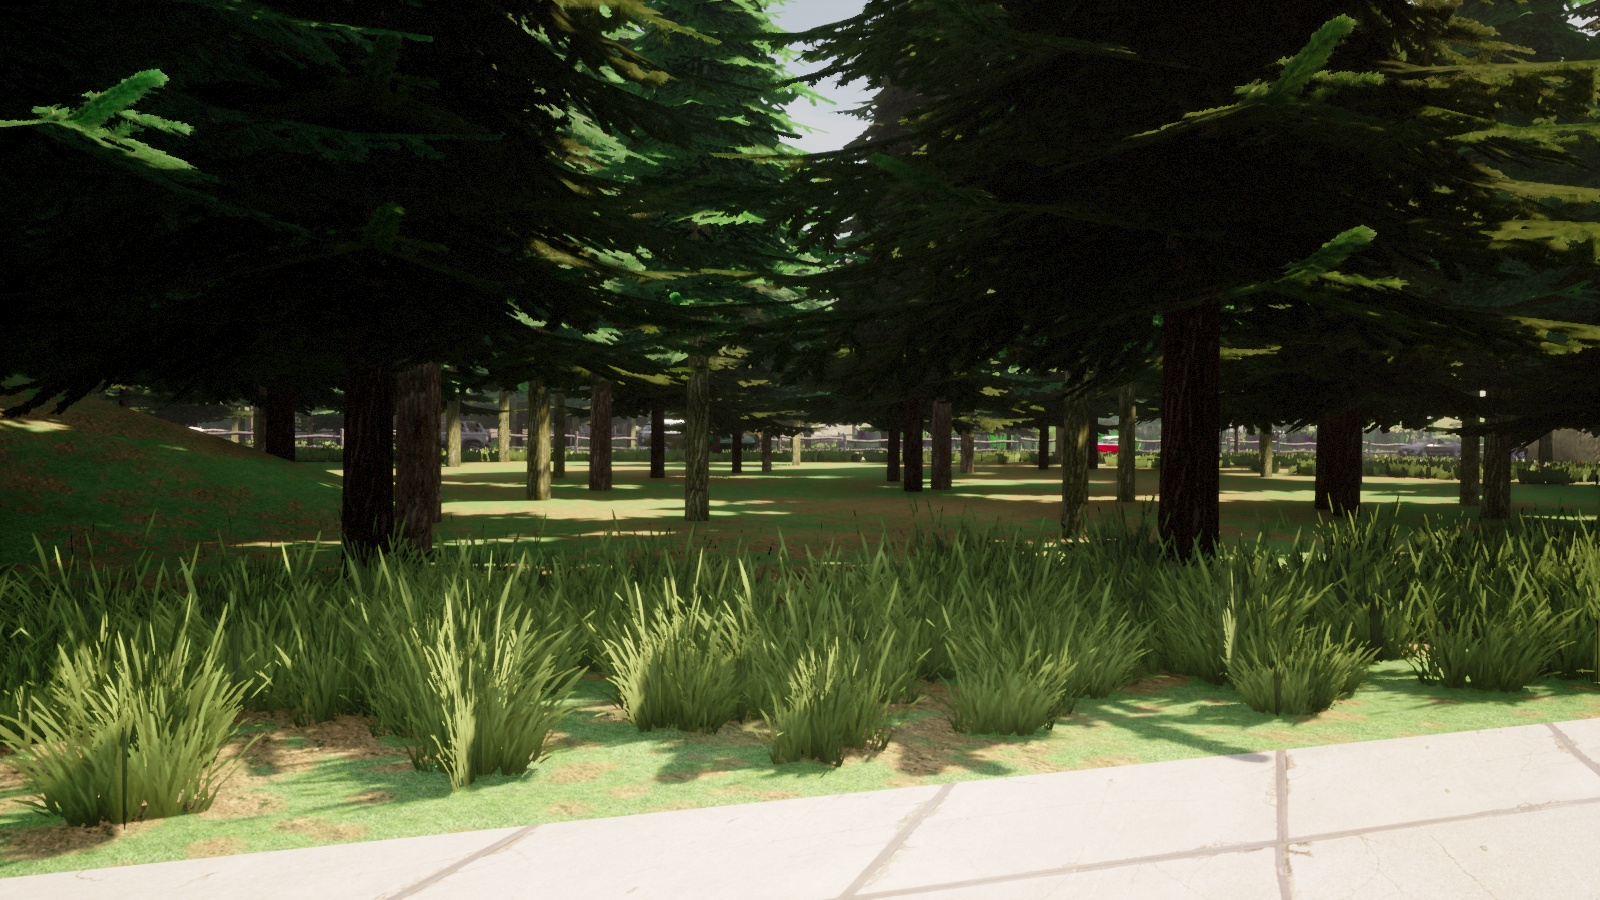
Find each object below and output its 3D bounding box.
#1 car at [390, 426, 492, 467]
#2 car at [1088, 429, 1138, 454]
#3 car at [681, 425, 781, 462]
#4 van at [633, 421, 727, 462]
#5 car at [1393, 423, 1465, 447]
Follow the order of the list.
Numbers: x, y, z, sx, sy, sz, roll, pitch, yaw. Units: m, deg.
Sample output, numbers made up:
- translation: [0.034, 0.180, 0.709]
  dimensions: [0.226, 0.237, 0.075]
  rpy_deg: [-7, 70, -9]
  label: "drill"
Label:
- translation: [-17.492, -0.191, 61.144]
  dimensions: [4.605, 1.855, 1.932]
  rpy_deg: [-1, 1, -21]
  label: "car"
- translation: [17.551, -0.491, 70.444]
  dimensions: [2.207, 1.376, 1.481]
  rpy_deg: [-1, 1, -19]
  label: "car"
- translation: [-3.472, -0.326, 62.727]
  dimensions: [4.553, 1.767, 2.097]
  rpy_deg: [-1, 1, -21]
  label: "car"
- translation: [-6.241, -0.475, 65.415]
  dimensions: [4.480, 2.038, 2.069]
  rpy_deg: [-1, 1, -21]
  label: "van"
- translation: [41.299, -0.983, 82.419]
  dimensions: [4.193, 1.474, 1.816]
  rpy_deg: [-1, 1, -19]
  label: "car"
